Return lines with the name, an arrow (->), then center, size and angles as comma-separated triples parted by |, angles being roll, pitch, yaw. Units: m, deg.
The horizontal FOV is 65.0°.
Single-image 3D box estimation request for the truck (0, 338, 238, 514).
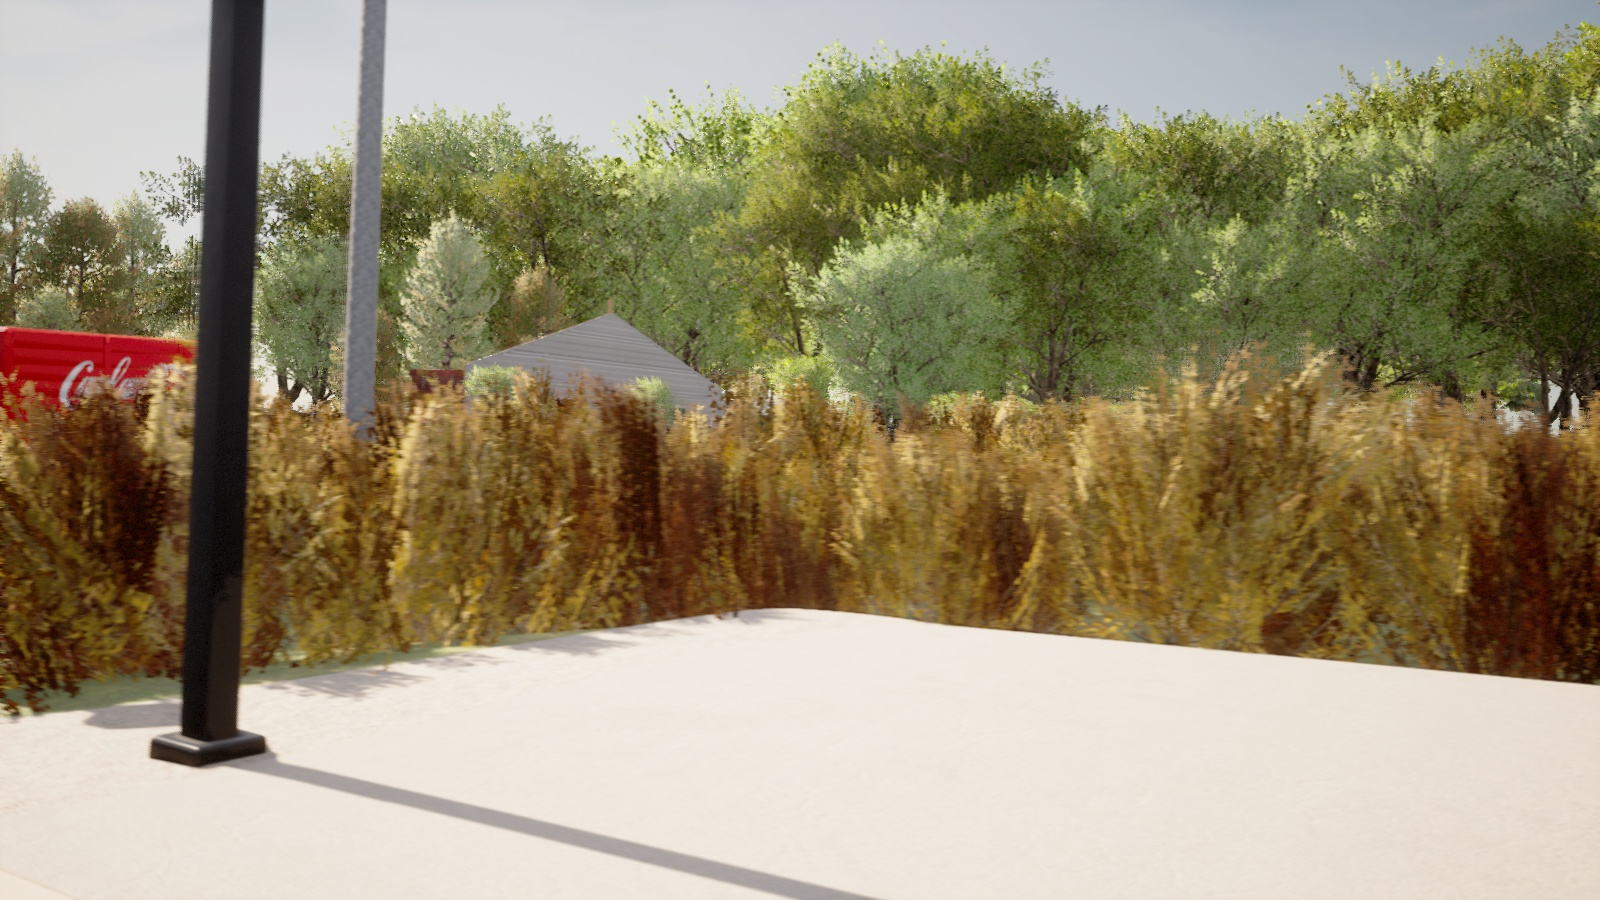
truck -> -11.790, -0.385, 19.222 | 2.627, 2.467, 5.204 | 2, 2, 35
